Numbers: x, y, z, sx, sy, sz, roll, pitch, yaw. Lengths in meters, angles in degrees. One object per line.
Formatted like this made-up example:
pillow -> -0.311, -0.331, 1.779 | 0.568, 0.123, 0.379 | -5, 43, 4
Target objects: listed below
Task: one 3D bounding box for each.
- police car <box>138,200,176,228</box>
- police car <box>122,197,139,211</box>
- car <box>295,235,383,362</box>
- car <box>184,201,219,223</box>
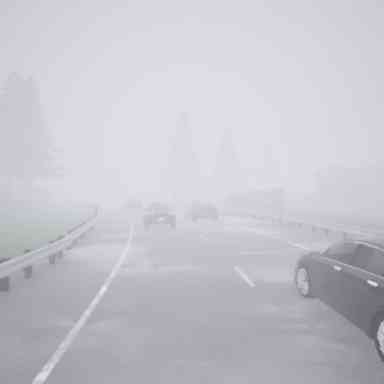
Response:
police car -> -2.322, 1.486, 22.357 | 2.038, 1.542, 4.974 | 0, 0, -11
police car -> -7.317, 1.406, 40.237 | 1.930, 1.638, 5.238 | 0, 0, -20
car -> 3.307, 1.487, 5.574 | 1.837, 1.490, 4.892 | 0, 0, -3
car -> 0.622, 1.460, 25.426 | 2.128, 1.511, 4.902 | 0, 0, -12
